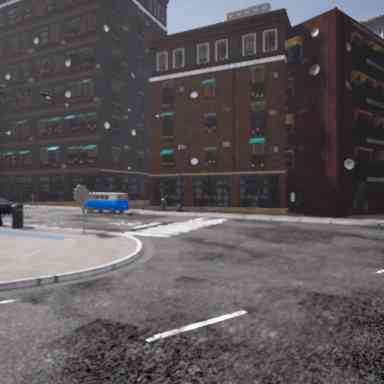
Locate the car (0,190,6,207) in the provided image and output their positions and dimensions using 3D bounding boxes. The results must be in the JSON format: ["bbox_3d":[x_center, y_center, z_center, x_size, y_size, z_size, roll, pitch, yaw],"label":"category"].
[{"bbox_3d":[-22.617,0.632,35.619,5.009,1.841,2.192,1,0,25],"label":"car"}]

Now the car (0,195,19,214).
[{"bbox_3d":[-15.005,1.093,25.666,4.181,1.385,1.994,1,1,25],"label":"car"}]

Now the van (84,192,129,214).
[{"bbox_3d":[-7.304,0.937,28.483,3.998,1.788,1.690,1,0,25],"label":"van"}]
